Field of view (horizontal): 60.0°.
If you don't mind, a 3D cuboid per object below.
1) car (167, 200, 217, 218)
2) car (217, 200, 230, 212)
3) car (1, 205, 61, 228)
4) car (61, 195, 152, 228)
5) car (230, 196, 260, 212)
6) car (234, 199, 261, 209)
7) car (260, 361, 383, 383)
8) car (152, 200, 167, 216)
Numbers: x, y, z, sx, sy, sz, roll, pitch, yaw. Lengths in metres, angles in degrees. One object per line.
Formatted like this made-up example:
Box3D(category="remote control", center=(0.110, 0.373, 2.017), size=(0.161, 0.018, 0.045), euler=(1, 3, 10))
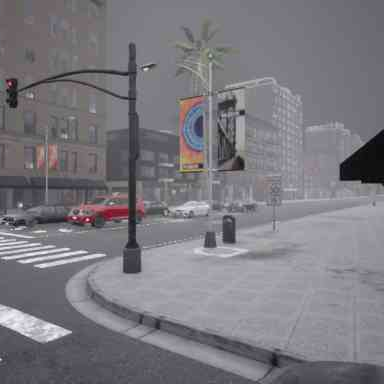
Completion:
Box3D(category="car", center=(0.110, 1.564, 30.787), size=(1.812, 1.442, 4.674), euler=(0, 0, 35))
Box3D(category="car", center=(1.997, 1.597, 39.099), size=(2.033, 1.411, 5.357), euler=(0, 0, 35))
Box3D(category="car", center=(-9.743, 1.560, 22.453), size=(2.033, 1.411, 5.357), euler=(0, 0, 35))
Box3D(category="car", center=(-5.605, 1.244, 22.674), size=(2.150, 2.045, 5.566), euler=(0, 0, 35))
Box3D(category="car", center=(5.871, 1.411, 38.939), size=(2.097, 1.767, 4.553), euler=(0, 0, 35))
Box3D(category="car", center=(7.907, 1.674, 47.413), size=(1.895, 1.301, 4.718), euler=(0, 0, 36))
Box3D(category="car", center=(2.169, 1.551, 1.301), size=(4.403, 1.369, 2.008), euler=(0, 0, 35))
Box3D(category="car", center=(-3.988, 1.534, 30.620), size=(1.837, 1.490, 4.892), euler=(0, 0, 35))
